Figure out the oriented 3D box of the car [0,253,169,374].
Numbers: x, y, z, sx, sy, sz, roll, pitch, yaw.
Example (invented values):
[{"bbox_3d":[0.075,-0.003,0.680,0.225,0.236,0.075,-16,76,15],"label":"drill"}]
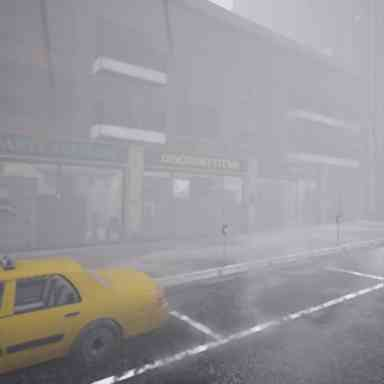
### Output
[{"bbox_3d":[-2.626,1.524,4.199,4.829,1.417,1.752,0,2,-36],"label":"car"}]
